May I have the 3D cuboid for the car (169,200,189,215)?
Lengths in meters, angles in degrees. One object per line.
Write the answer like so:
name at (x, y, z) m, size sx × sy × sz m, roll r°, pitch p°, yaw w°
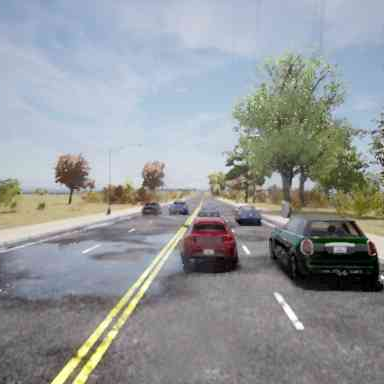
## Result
car at (-1.480, 1.772, 39.006) m, size 2.097 × 1.767 × 4.553 m, roll 0°, pitch -1°, yaw 3°

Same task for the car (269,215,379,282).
car at (3.782, 1.480, 10.355) m, size 2.097 × 1.767 × 4.553 m, roll 0°, pitch -1°, yaw 3°

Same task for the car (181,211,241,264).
car at (0.635, 1.668, 12.366) m, size 1.812 × 1.442 × 4.674 m, roll 0°, pitch 0°, yaw 3°

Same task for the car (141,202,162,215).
car at (-4.722, 1.918, 39.240) m, size 1.837 × 1.490 × 4.892 m, roll 0°, pitch -1°, yaw 3°

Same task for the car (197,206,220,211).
car at (1.433, 1.866, 28.377) m, size 2.033 × 1.411 × 5.357 m, roll 0°, pitch -1°, yaw 3°

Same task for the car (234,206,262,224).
car at (4.678, 1.873, 28.192) m, size 2.033 × 1.411 × 5.357 m, roll 0°, pitch -1°, yaw 3°
